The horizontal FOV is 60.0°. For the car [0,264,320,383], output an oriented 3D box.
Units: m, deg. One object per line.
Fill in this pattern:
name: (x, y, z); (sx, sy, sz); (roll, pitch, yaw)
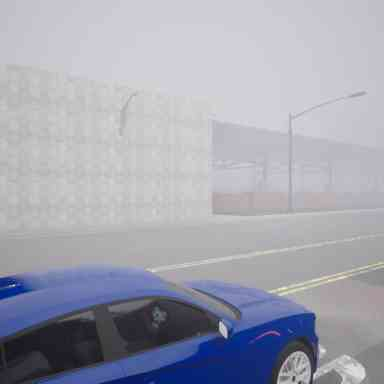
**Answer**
car: (-0.805, 1.478, 3.174); (5.008, 1.535, 1.882); (0, 0, -36)
